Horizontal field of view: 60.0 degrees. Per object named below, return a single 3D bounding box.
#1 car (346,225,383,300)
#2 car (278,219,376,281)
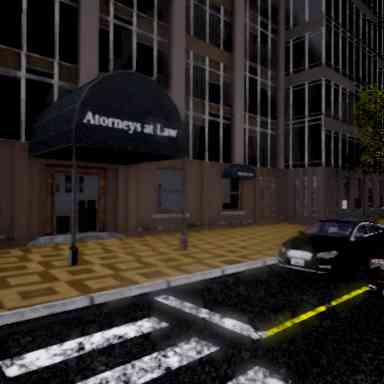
[{"bbox_3d":[5.696,1.592,7.570,4.902,1.511,2.128,1,-1,-42],"label":"car"},{"bbox_3d":[4.621,1.619,10.435,4.902,1.511,2.128,1,-1,-42],"label":"car"}]
